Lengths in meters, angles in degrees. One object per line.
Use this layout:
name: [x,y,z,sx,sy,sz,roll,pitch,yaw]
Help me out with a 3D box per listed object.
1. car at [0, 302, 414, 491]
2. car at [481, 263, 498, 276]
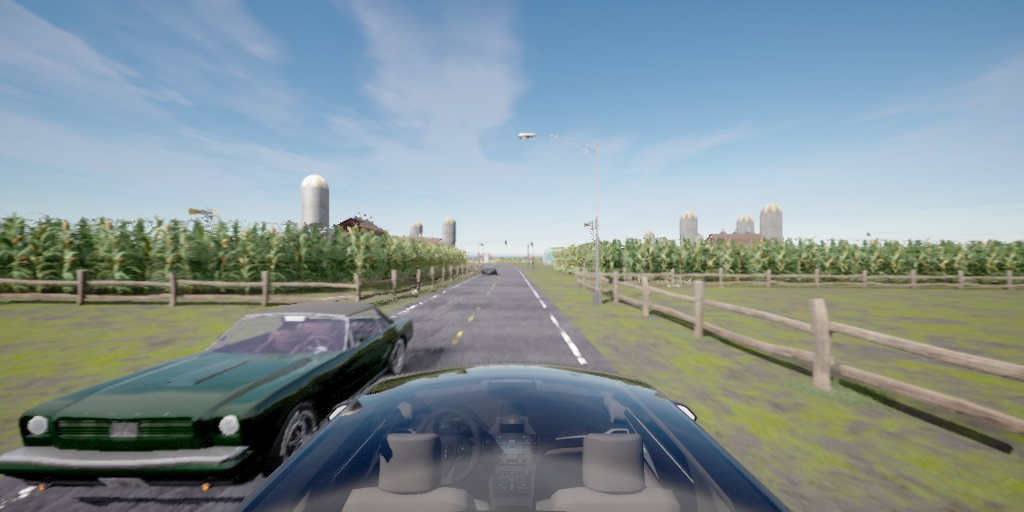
car: [-2.853,1.380,4.842,1.895,1.301,4.718,0,-1,0]
car: [-2.827,1.673,45.630,1.882,1.535,5.008,0,0,0]
